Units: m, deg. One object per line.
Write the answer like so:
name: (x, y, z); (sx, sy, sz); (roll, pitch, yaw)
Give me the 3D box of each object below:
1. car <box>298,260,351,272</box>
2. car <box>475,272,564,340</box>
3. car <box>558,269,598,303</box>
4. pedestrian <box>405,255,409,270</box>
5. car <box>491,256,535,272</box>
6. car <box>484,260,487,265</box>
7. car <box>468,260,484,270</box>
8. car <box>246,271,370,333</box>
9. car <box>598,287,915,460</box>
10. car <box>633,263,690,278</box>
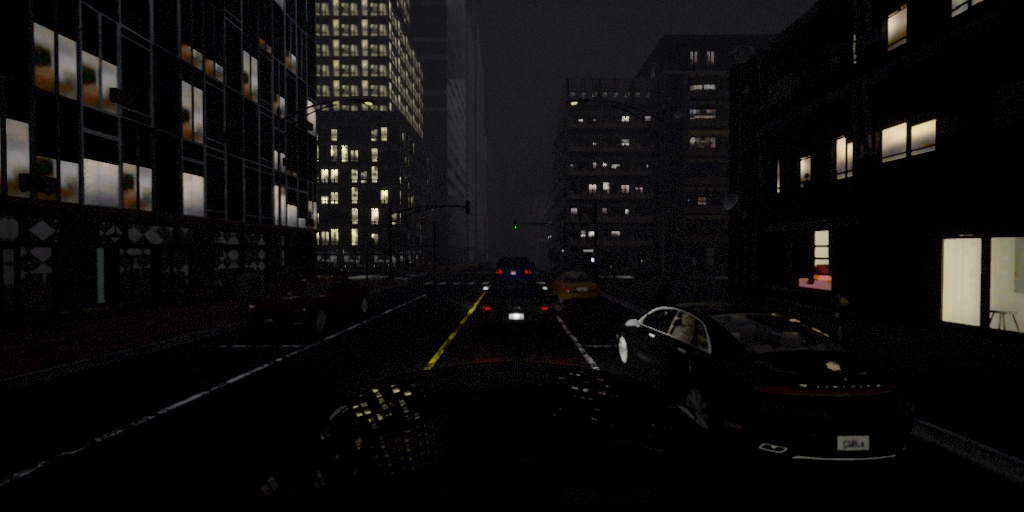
car: (-17.866, 1.228, 34.227); (4.674, 1.442, 1.812); (1, 1, 2)
car: (0.095, 1.330, 10.082); (1.994, 1.385, 4.181); (0, 0, 0)
car: (2.815, 1.305, 16.589); (1.751, 1.417, 4.829); (0, 0, 0)
pedestrian: (-12.558, 0.763, 42.891); (0.375, 1.860, 0.375); (0, 0, 1)
car: (0.208, 1.013, 22.110); (2.150, 2.045, 5.566); (0, 0, 3)
car: (-5.705, 1.436, 60.026); (1.948, 1.339, 4.313); (0, 0, 0)
car: (-5.703, 1.383, 54.202); (1.751, 1.417, 4.829); (0, 0, 0)
car: (-5.824, 1.313, 10.830); (1.888, 1.381, 4.507); (0, 0, 0)
car: (2.817, 1.307, 5.130); (2.007, 1.370, 4.403); (0, 0, 0)
car: (15.345, 1.485, 36.976); (5.357, 1.411, 2.033); (0, 1, 1)
